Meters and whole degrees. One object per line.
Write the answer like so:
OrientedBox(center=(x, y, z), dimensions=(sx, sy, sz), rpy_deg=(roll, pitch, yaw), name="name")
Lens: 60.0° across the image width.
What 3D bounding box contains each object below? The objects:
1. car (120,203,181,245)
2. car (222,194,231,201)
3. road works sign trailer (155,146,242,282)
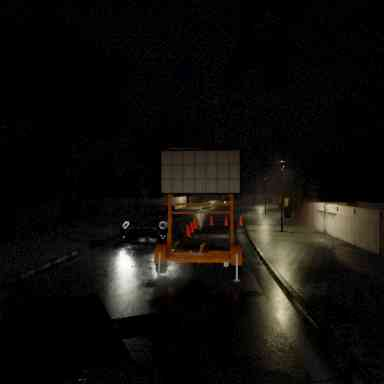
OrientedBox(center=(-1.785, 1.369, 15.675), dimensions=(2.097, 1.767, 4.553), rpy_deg=(0, 0, 6), name="car")
OrientedBox(center=(9.325, 1.453, 88.797), dimensions=(2.150, 2.045, 5.566), rpy_deg=(0, 0, 0), name="car")
OrientedBox(center=(0.264, 0.471, 9.864), dimensions=(2.380, 3.560, 2.880), rpy_deg=(0, 0, 5), name="road works sign trailer")
